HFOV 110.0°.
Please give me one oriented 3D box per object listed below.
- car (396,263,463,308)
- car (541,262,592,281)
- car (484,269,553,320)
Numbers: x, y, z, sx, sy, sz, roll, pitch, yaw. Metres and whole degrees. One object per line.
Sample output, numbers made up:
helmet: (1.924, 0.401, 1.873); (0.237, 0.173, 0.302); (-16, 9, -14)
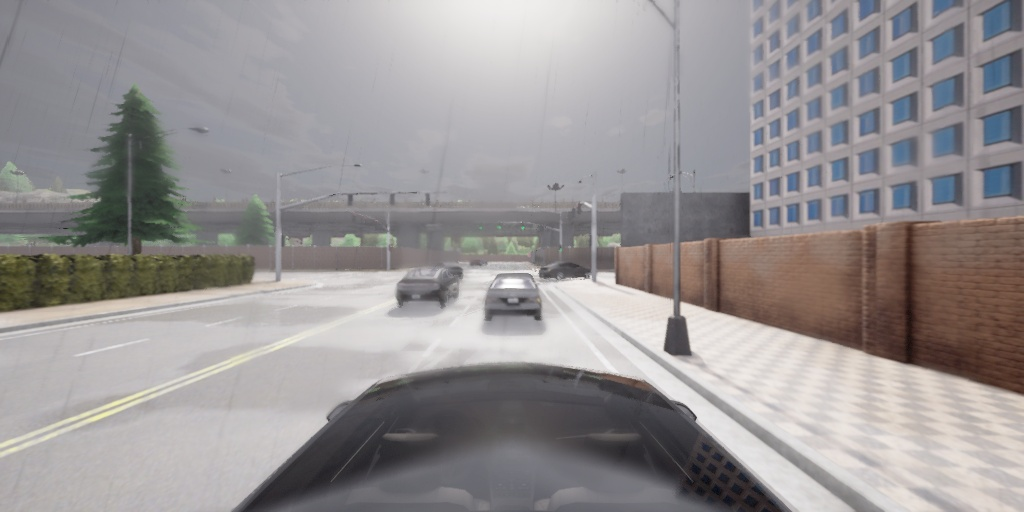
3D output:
car: (-3.411, 1.247, 15.272); (2.128, 1.511, 4.902); (0, 0, 1)
car: (4.552, 1.231, 29.310); (4.892, 1.490, 1.837); (-1, -2, -29)
car: (0.063, 1.303, 12.578); (2.033, 1.411, 5.357); (0, 0, 1)
